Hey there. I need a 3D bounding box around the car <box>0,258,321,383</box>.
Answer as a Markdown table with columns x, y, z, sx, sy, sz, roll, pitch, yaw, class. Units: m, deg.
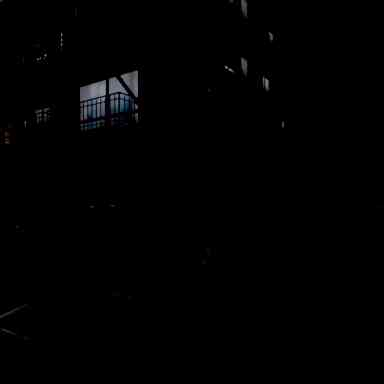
| x | y | z | sx | sy | sz | roll | pitch | yaw | class |
| --- | --- | --- | --- | --- | --- | --- | --- | --- | --- |
| -0.892 | 1.566 | 3.510 | 4.313 | 1.339 | 1.947 | 0 | 0 | 35 | car |
